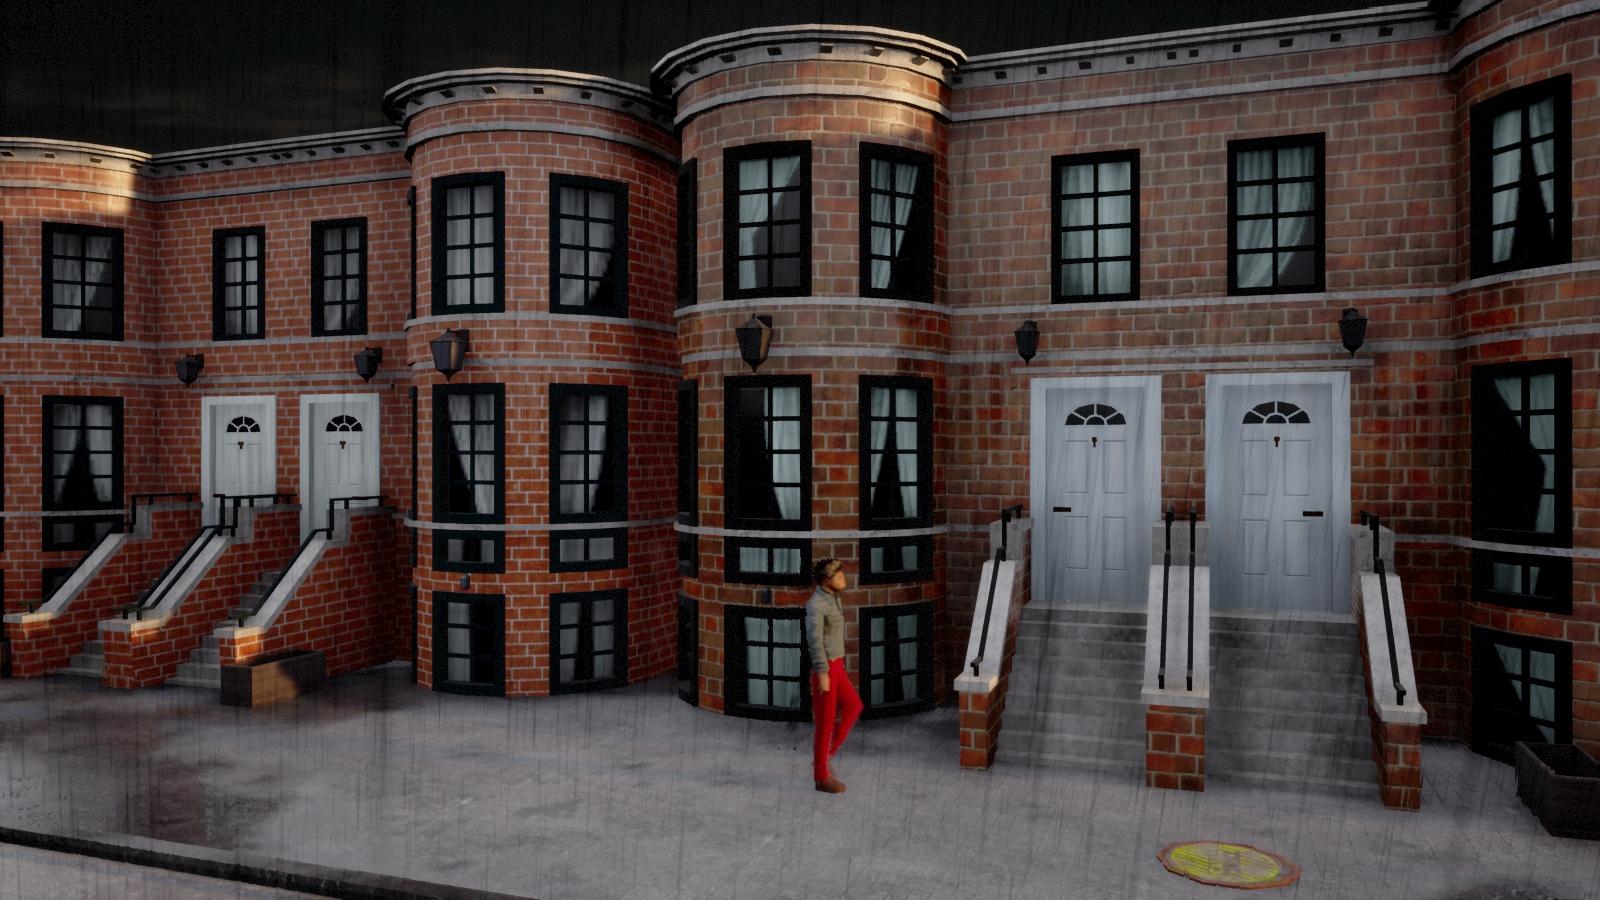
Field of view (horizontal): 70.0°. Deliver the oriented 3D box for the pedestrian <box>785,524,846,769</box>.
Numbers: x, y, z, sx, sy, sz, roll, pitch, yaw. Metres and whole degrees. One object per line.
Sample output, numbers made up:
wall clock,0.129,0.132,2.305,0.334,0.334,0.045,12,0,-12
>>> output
pedestrian,0.128,1.527,9.029,0.375,1.860,0.375,0,0,20
